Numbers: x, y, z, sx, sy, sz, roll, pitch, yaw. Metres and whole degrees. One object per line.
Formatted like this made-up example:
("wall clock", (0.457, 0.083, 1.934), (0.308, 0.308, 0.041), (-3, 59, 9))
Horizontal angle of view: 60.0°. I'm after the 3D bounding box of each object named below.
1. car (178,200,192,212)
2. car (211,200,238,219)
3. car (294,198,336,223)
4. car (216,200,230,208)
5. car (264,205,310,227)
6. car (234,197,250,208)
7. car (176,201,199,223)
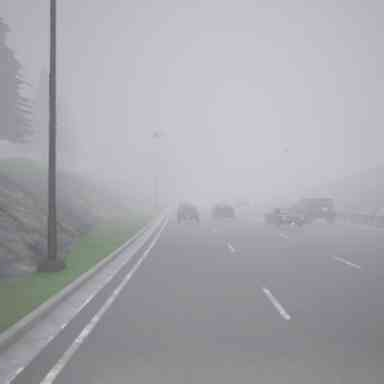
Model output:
("car", (-1.089, 1.998, 48.876), (1.882, 1.535, 5.008), (0, 0, -2))
("car", (2.985, 1.828, 32.840), (1.882, 1.535, 5.008), (0, -1, -2))
("car", (10.165, 1.521, 28.328), (2.150, 2.045, 5.566), (0, -1, -2))
("car", (5.528, 2.137, 59.801), (1.837, 1.490, 4.892), (0, -2, -2))
("car", (6.779, 1.865, 24.805), (1.895, 1.301, 4.718), (0, -1, -2))
("car", (9.005, 1.861, 60.465), (2.150, 2.045, 5.566), (0, -1, -2))
("car", (-0.387, 1.801, 28.941), (2.128, 1.511, 4.902), (0, -1, -2))
